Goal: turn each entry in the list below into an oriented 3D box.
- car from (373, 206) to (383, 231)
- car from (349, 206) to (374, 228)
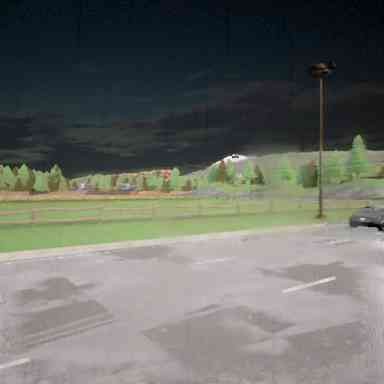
[{"bbox_3d":[11.135,1.478,15.981,4.902,1.511,2.128,0,0,-35],"label":"car"},{"bbox_3d":[11.594,1.548,20.605,4.181,1.385,1.994,0,0,-35],"label":"car"}]
